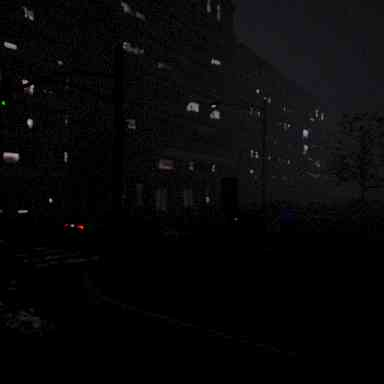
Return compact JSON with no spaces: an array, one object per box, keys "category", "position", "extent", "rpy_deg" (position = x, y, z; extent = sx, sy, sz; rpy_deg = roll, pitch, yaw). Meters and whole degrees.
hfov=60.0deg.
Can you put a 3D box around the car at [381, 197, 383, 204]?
[{"category":"car","position":[40.195,2.294,72.364],"extent":[2.008,1.369,4.403],"rpy_deg":[1,0,36]}]

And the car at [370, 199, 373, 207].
[{"category":"car","position":[30.334,2.194,59.009],"extent":[1.802,1.307,4.206],"rpy_deg":[1,0,36]}]

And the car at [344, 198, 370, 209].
[{"category":"car","position":[27.051,1.884,54.558],"extent":[2.192,1.841,5.009],"rpy_deg":[1,0,36]}]

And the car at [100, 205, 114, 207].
[{"category":"car","position":[-5.982,1.612,23.930],"extent":[2.008,1.369,4.403],"rpy_deg":[1,0,36]}]

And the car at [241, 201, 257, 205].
[{"category":"car","position":[7.165,1.825,41.736],"extent":[1.802,1.307,4.206],"rpy_deg":[1,0,36]}]

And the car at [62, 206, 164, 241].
[{"category":"car","position":[-3.957,1.670,17.576],"extent":[2.033,1.411,5.357],"rpy_deg":[1,0,42]}]

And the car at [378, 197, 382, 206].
[{"category":"car","position":[36.908,2.244,67.911],"extent":[1.887,1.381,4.507],"rpy_deg":[1,0,36]}]

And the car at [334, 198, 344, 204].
[{"category":"car","position":[33.459,2.163,77.347],"extent":[1.947,1.339,4.313],"rpy_deg":[1,0,36]}]

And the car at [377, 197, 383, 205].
[{"category":"car","position":[46.772,2.144,81.266],"extent":[2.192,1.841,5.009],"rpy_deg":[1,0,36]}]

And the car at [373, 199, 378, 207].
[{"category":"car","position":[33.622,2.096,63.461],"extent":[1.967,1.590,4.097],"rpy_deg":[1,0,36]}]

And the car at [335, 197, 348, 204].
[{"category":"car","position":[36.747,2.080,81.799],"extent":[1.967,1.590,4.097],"rpy_deg":[1,0,36]}]

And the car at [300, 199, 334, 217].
[{"category":"car","position":[13.903,1.829,36.752],"extent":[1.967,1.590,4.097],"rpy_deg":[1,0,36]}]

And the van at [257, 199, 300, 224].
[{"category":"van","position":[7.330,1.640,27.849],"extent":[1.690,1.788,3.998],"rpy_deg":[1,0,36]}]

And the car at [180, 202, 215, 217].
[{"category":"car","position":[0.592,1.697,32.833],"extent":[1.887,1.381,4.507],"rpy_deg":[1,0,36]}]

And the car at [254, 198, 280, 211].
[{"category":"car","position":[10.453,1.729,46.187],"extent":[1.967,1.590,4.097],"rpy_deg":[1,0,36]}]

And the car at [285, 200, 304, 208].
[{"category":"car","position":[17.025,1.960,55.090],"extent":[1.802,1.307,4.206],"rpy_deg":[1,0,36]}]

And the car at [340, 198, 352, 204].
[{"category":"car","position":[39.932,2.207,86.113],"extent":[1.752,1.417,4.829],"rpy_deg":[1,0,36]}]

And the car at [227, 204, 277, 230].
[{"category":"car","position":[4.041,1.819,23.398],"extent":[1.947,1.339,4.313],"rpy_deg":[1,0,36]}]
